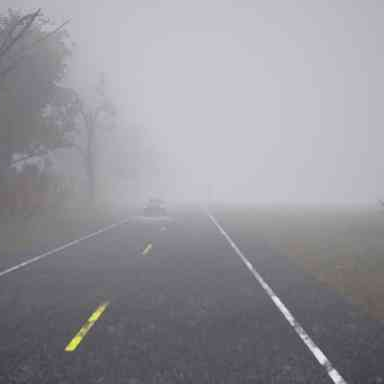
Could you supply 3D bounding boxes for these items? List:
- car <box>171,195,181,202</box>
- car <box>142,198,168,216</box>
[{"bbox_3d":[-3.498,1.452,73.285,1.994,1.385,4.181,0,0,0],"label":"car"},{"bbox_3d":[-3.593,1.347,32.894,2.097,1.767,4.553,0,0,0],"label":"car"}]
